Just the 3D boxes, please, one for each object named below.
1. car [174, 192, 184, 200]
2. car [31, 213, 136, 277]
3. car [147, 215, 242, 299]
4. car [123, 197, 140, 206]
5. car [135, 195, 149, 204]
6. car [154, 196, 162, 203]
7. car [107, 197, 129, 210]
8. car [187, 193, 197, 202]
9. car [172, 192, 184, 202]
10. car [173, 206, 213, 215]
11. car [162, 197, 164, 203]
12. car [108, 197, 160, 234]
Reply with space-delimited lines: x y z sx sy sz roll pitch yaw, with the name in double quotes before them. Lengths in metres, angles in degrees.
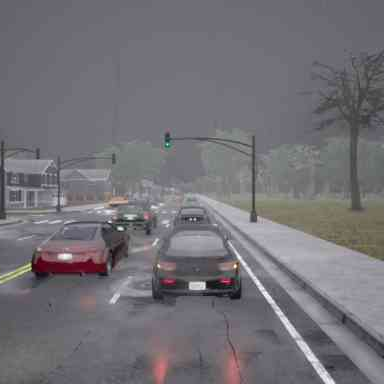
"car" -3.268 1.029 85.070 2.150 2.045 5.566 0 0 0
"car" -3.150 1.564 10.237 1.994 1.385 4.181 0 0 0
"car" 0.099 1.525 8.297 1.812 1.442 4.674 0 0 0
"car" -9.844 1.545 54.395 1.994 1.385 4.181 0 0 0
"car" -9.792 1.462 65.402 2.128 1.511 4.902 0 0 0
"car" -6.601 1.472 54.789 2.128 1.511 4.902 0 0 0
"car" -9.860 1.467 44.455 1.882 1.535 5.008 0 0 -1
"car" -0.016 1.508 75.036 1.994 1.385 4.181 0 0 0
"car" -3.266 1.311 75.006 2.097 1.767 4.553 0 0 0
"car" 0.034 1.505 17.778 1.837 1.490 4.892 0 0 1
"car" -6.552 1.535 65.355 1.994 1.385 4.181 0 0 0
"car" -3.198 1.350 19.117 2.097 1.767 4.553 0 0 -1
